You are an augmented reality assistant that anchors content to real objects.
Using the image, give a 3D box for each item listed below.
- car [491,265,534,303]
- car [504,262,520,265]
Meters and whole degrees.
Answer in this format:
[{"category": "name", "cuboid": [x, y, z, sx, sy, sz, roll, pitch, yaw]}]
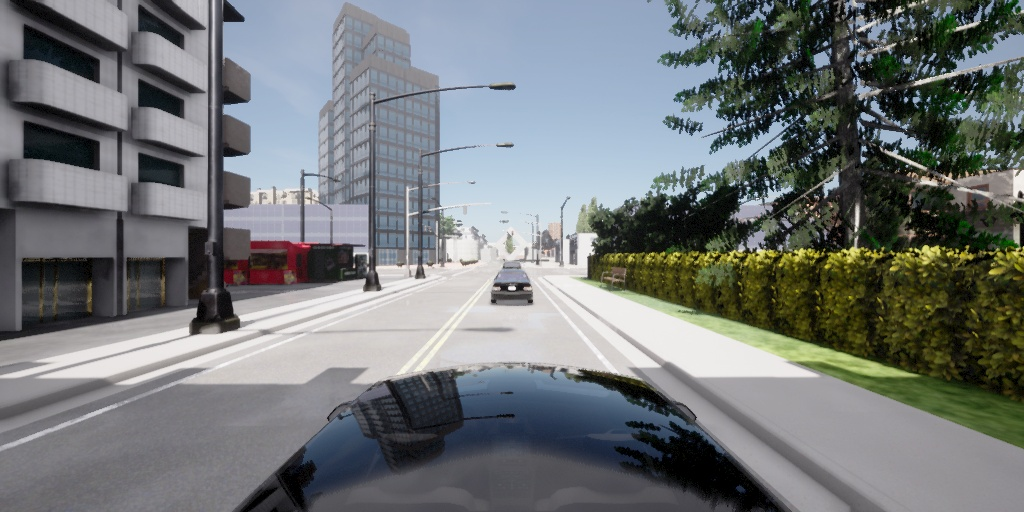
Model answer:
[{"category": "car", "cuboid": [0.000, 1.312, 16.500, 2.033, 1.411, 5.357, 0, 0, 0]}, {"category": "car", "cuboid": [0.000, 1.234, 31.500, 1.882, 1.535, 5.008, 0, 0, 0]}]
